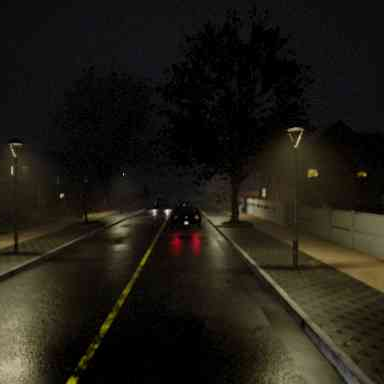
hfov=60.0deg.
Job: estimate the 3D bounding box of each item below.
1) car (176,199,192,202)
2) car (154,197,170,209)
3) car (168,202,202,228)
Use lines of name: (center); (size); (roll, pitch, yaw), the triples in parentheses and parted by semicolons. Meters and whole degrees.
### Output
car: (-0.915, 1.496, 39.877); (1.994, 1.385, 4.181); (0, 0, -2)
car: (-3.875, 1.422, 43.636); (1.882, 1.535, 5.008); (0, 0, -2)
car: (-0.404, 1.547, 21.991); (1.895, 1.301, 4.718); (0, 0, -2)
